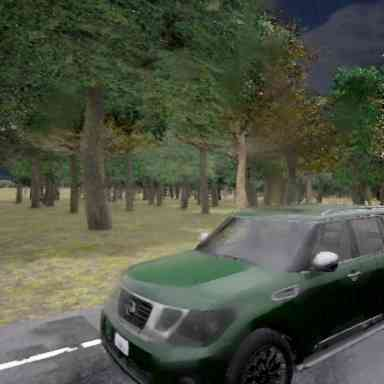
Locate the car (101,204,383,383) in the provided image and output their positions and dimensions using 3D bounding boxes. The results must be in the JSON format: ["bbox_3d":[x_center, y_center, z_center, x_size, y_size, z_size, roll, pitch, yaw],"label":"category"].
[{"bbox_3d":[1.517,1.238,5.075,5.566,2.045,2.150,0,0,-35],"label":"car"}]
